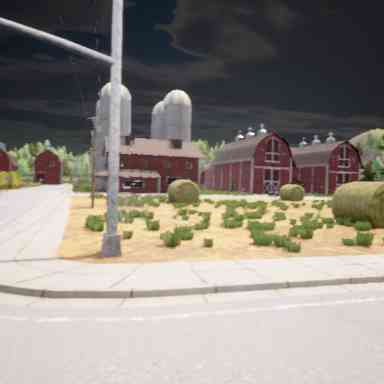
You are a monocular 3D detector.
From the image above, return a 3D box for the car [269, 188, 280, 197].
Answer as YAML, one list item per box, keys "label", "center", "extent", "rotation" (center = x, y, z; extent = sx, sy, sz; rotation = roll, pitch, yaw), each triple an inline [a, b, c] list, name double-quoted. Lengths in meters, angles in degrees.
- label: "car"
  center: [18.741, 0.049, 74.730]
  extent: [1.905, 1.878, 3.866]
  rotation: [9, 6, 27]
